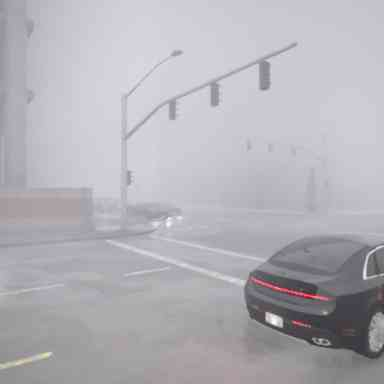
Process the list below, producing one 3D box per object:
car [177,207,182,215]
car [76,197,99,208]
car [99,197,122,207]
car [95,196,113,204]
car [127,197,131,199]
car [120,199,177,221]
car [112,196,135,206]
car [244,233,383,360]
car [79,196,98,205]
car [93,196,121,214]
[{"bbox_3d":[-3.124,1.586,33.190,2.033,1.411,5.357,0,0,-36],"label":"car"},{"bbox_3d":[-16.150,1.546,51.224,1.837,1.490,4.892,0,0,-36],"label":"car"},{"bbox_3d":[-13.193,1.555,53.397,1.837,1.490,4.892,0,0,-36],"label":"car"},{"bbox_3d":[-17.275,1.585,64.954,1.812,1.442,4.674,0,0,-36],"label":"car"},{"bbox_3d":[-8.836,1.545,41.082,1.837,1.490,4.892,0,0,-36],"label":"car"},{"bbox_3d":[-3.791,1.579,28.146,2.033,1.411,5.357,0,0,-36],"label":"car"},{"bbox_3d":[-11.849,1.549,57.517,2.128,1.511,4.902,0,0,-36],"label":"car"},{"bbox_3d":[3.092,1.518,6.034,4.892,1.490,1.837,0,0,-36],"label":"car"},{"bbox_3d":[-19.281,1.578,61.779,1.812,1.442,4.674,0,0,-37],"label":"car"},{"bbox_3d":[-9.312,1.385,35.774,2.097,1.767,4.553,0,0,-36],"label":"car"}]
